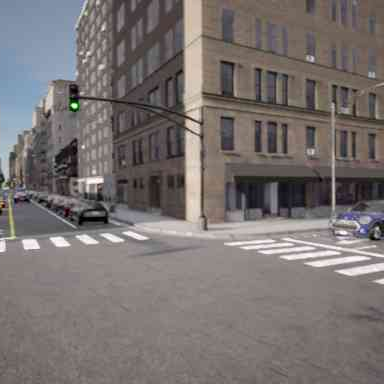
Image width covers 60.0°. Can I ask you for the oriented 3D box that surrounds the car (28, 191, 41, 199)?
[{"bbox_3d":[-30.564,0.564,64.450,1.947,1.339,4.313,0,1,-29],"label":"car"}]

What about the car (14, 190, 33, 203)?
[{"bbox_3d":[-23.865,0.808,46.772,1.812,1.442,4.674,-1,1,-29],"label":"car"}]

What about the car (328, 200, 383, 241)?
[{"bbox_3d":[8.582,1.180,15.692,4.553,1.767,2.097,0,0,-29],"label":"car"}]

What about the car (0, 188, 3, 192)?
[{"bbox_3d":[-21.705,0.804,36.646,2.097,1.767,4.553,-1,1,-29],"label":"car"}]

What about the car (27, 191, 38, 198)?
[{"bbox_3d":[-33.236,0.505,69.293,1.802,1.307,4.206,0,1,-29],"label":"car"}]

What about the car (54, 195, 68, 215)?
[{"bbox_3d":[-9.188,1.131,25.715,1.887,1.381,4.507,0,1,-29],"label":"car"}]

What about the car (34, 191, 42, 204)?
[{"bbox_3d":[-19.876,0.860,45.083,1.947,1.339,4.313,0,1,-29],"label":"car"}]

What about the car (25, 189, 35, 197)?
[{"bbox_3d":[-38.579,0.216,78.974,1.967,1.590,4.097,0,1,-29],"label":"car"}]

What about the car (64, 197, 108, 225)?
[{"bbox_3d":[-6.517,1.225,20.873,1.947,1.339,4.313,0,1,-29],"label":"car"}]

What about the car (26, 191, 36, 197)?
[{"bbox_3d":[-35.908,0.415,74.134,1.947,1.339,4.313,0,1,-29],"label":"car"}]

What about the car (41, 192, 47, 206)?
[{"bbox_3d":[-14.532,0.985,35.398,1.887,1.381,4.507,0,1,-29],"label":"car"}]

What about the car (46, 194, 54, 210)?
[{"bbox_3d":[-11.861,1.064,30.556,2.008,1.369,4.403,0,1,-29],"label":"car"}]

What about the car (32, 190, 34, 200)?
[{"bbox_3d":[-25.220,0.697,54.766,2.008,1.369,4.403,0,1,-29],"label":"car"}]

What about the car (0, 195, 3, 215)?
[{"bbox_3d":[-12.223,1.192,19.279,1.882,1.535,5.008,-1,1,-29],"label":"car"}]

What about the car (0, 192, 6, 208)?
[{"bbox_3d":[-16.868,1.065,27.749,1.882,1.535,5.008,-1,1,-28],"label":"car"}]
